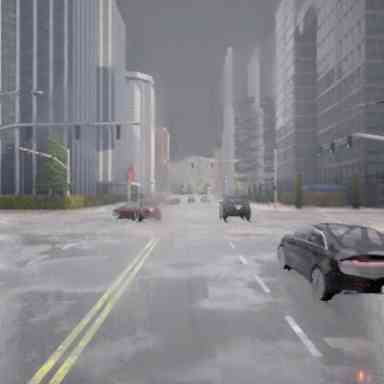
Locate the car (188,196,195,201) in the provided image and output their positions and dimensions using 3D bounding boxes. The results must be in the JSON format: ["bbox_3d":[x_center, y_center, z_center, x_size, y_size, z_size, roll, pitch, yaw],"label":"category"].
[{"bbox_3d":[-0.135,1.830,90.219,1.895,1.301,4.718,0,0,0],"label":"car"}]

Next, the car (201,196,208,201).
[{"bbox_3d":[3.365,1.787,90.194,1.994,1.385,4.181,0,0,0],"label":"car"}]

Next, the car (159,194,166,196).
[{"bbox_3d":[-7.116,1.578,77.609,2.150,2.045,5.566,0,0,0],"label":"car"}]

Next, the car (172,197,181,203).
[{"bbox_3d":[-3.616,1.948,77.612,1.895,1.301,4.718,0,0,0],"label":"car"}]

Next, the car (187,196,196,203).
[{"bbox_3d":[-0.119,1.880,79.898,2.128,1.511,4.902,0,0,0],"label":"car"}]

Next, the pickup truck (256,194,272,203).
[{"bbox_3d":[16.508,1.403,75.663,2.390,2.098,6.274,0,0,30],"label":"pickup truck"}]

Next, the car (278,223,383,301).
[{"bbox_3d":[3.550,1.531,8.365,2.128,1.511,4.902,0,0,0],"label":"car"}]

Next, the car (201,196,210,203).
[{"bbox_3d":[3.380,1.948,80.238,1.895,1.301,4.718,0,0,0],"label":"car"}]

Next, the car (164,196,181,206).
[{"bbox_3d":[-3.619,1.846,62.155,1.994,1.385,4.181,0,0,0],"label":"car"}]

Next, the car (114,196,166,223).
[{"bbox_3d":[-4.579,1.477,27.366,2.097,1.767,4.553,0,0,-43],"label":"car"}]

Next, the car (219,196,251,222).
[{"bbox_3d":[3.543,1.348,27.973,2.150,2.045,5.566,0,0,0],"label":"car"}]
